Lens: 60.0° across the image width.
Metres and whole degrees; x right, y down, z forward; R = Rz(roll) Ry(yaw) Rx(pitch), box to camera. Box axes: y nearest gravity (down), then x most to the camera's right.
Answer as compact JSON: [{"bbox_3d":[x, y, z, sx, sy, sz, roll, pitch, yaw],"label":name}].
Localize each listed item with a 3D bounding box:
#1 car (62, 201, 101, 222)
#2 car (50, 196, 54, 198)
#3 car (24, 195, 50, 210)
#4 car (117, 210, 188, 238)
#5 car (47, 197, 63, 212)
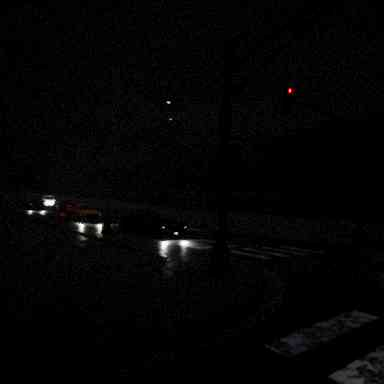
[{"bbox_3d":[-9.538,1.785,29.172,1.882,1.535,5.008,4,-2,-36],"label":"car"},{"bbox_3d":[-23.597,1.548,53.597,2.150,2.045,5.566,4,-1,-36],"label":"car"},{"bbox_3d":[-22.073,1.604,46.751,2.097,1.767,4.553,4,-2,-36],"label":"car"},{"bbox_3d":[-2.452,1.761,19.270,2.033,1.411,5.357,4,-3,-38],"label":"car"},{"bbox_3d":[-17.712,1.940,45.474,2.128,1.511,4.902,4,-2,-35],"label":"car"}]
